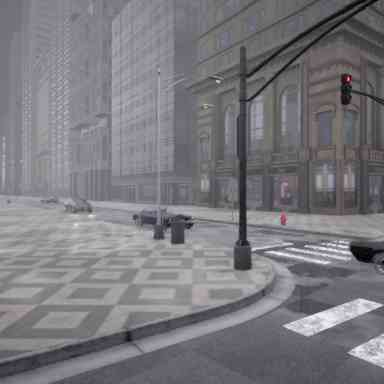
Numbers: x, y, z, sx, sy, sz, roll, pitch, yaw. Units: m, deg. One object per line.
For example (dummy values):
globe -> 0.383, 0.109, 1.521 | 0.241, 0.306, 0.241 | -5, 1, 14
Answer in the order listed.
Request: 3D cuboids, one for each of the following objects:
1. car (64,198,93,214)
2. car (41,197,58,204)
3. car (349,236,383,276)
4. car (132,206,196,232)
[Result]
car -> -11.630, 1.404, 33.898 | 1.837, 1.490, 4.892 | 0, -1, -35
car -> -25.093, 1.447, 58.333 | 1.895, 1.301, 4.718 | 0, 0, -36
car -> 6.623, 1.600, 8.226 | 1.895, 1.301, 4.718 | 0, 0, -35
car -> -1.797, 1.542, 20.067 | 1.895, 1.301, 4.718 | 0, 0, -35
